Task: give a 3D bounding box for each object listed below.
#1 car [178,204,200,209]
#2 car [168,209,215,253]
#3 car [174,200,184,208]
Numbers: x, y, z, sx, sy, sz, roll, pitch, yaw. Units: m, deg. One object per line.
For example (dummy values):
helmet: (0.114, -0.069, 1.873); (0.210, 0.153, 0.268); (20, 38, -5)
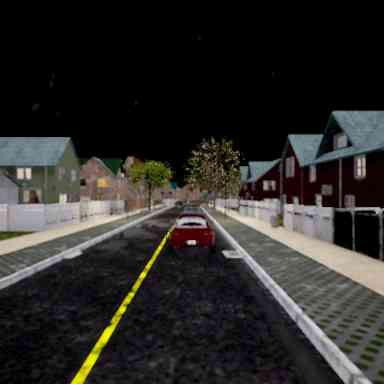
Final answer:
car: (-0.010, 1.953, 29.098); (1.895, 1.301, 4.718); (0, -1, 0)
car: (-0.001, 1.685, 14.396); (1.812, 1.442, 4.674); (0, -1, 0)
car: (-2.777, 2.554, 71.001); (1.837, 1.490, 4.892); (0, -1, 0)
